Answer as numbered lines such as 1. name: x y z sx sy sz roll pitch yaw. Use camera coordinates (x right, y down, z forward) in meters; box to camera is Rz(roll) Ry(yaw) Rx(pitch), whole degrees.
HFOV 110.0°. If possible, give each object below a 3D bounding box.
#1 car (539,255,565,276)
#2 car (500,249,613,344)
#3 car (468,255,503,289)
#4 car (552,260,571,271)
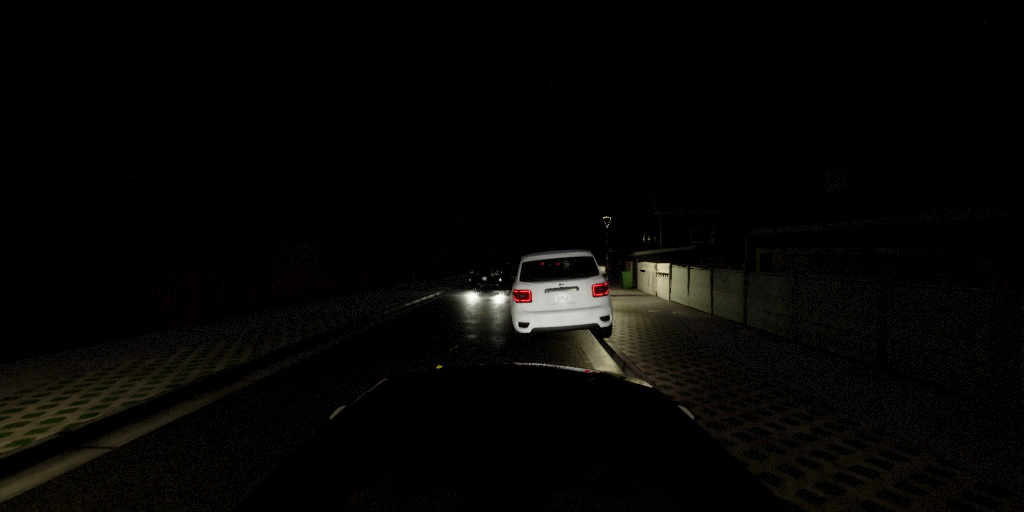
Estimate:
1. car: 4.354 0.971 38.556 2.150 2.045 5.566 0 0 13
2. car: 1.135 0.897 9.645 2.150 2.045 5.566 -5 0 3
3. car: -1.254 0.963 23.683 2.150 2.045 5.566 0 0 8
4. car: 6.845 1.281 48.950 1.812 1.442 4.674 0 0 17
